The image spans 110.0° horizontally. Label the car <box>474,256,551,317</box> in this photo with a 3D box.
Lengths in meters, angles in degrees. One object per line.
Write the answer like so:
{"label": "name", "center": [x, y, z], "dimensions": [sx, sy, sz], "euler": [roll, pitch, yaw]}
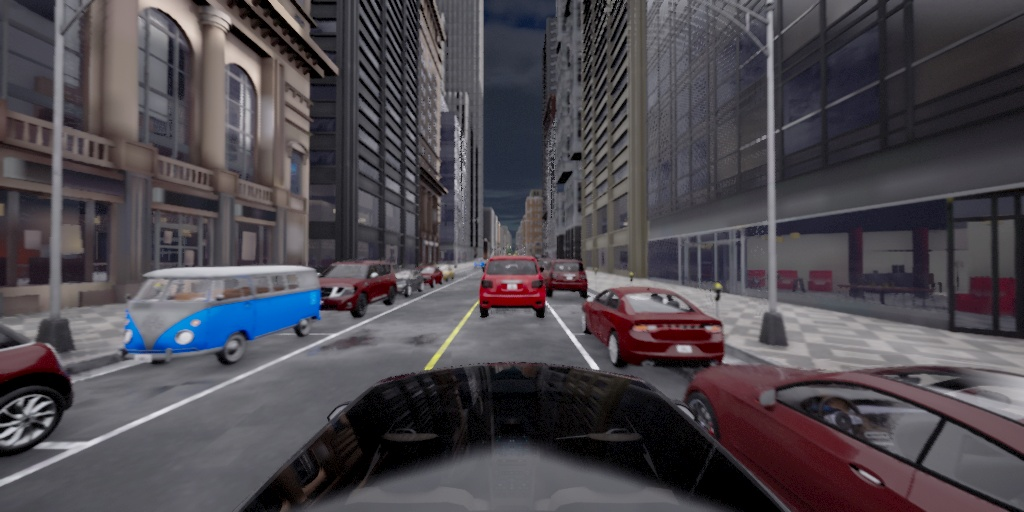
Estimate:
{"label": "car", "center": [0.031, 1.007, 13.431], "dimensions": [2.150, 2.045, 5.566], "euler": [0, 0, 1]}

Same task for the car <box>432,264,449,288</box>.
{"label": "car", "center": [-5.865, 1.359, 24.663], "dimensions": [1.888, 1.381, 4.507], "euler": [0, 0, 0]}

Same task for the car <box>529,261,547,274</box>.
{"label": "car", "center": [3.130, 1.367, 44.029], "dimensions": [1.837, 1.490, 4.892], "euler": [0, 0, 0]}

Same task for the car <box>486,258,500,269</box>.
{"label": "car", "center": [-3.081, 1.252, 59.113], "dimensions": [2.097, 1.767, 4.553], "euler": [0, 0, 0]}

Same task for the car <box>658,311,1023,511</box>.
{"label": "car", "center": [2.669, 1.333, 2.164], "dimensions": [1.802, 1.307, 4.207], "euler": [0, 0, 0]}

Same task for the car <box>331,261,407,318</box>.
{"label": "car", "center": [-5.862, 1.098, 13.414], "dimensions": [2.192, 1.841, 5.009], "euler": [0, 0, 0]}

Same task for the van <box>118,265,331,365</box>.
{"label": "van", "center": [-5.859, 1.108, 7.789], "dimensions": [1.690, 1.789, 3.998], "euler": [0, 0, 0]}

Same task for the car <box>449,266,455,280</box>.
{"label": "car", "center": [-5.867, 1.354, 30.118], "dimensions": [1.751, 1.417, 4.829], "euler": [0, 0, 0]}

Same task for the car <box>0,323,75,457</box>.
{"label": "car", "center": [-5.858, 1.191, 2.164], "dimensions": [1.967, 1.591, 4.097], "euler": [0, 0, 0]}

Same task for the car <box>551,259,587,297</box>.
{"label": "car", "center": [2.663, 1.114, 19.038], "dimensions": [2.192, 1.841, 5.009], "euler": [0, 0, 0]}

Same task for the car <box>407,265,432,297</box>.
{"label": "car", "center": [-5.863, 1.350, 19.038], "dimensions": [2.007, 1.370, 4.403], "euler": [0, 0, 0]}

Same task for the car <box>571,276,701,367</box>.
{"label": "car", "center": [2.666, 1.313, 7.788], "dimensions": [1.888, 1.381, 4.507], "euler": [0, 0, 0]}
